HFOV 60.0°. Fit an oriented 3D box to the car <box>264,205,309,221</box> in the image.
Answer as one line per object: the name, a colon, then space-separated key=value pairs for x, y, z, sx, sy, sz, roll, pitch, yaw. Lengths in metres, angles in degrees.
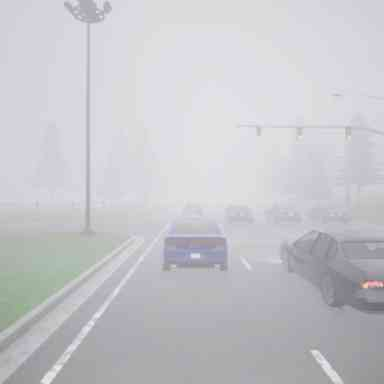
car: x=7.093 y=1.708 z=26.317 sx=2.033 sy=1.411 sz=5.357 roll=0 pitch=0 yaw=0

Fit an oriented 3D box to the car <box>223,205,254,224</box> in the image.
car: x=3.591 y=1.708 z=26.321 sx=2.033 sy=1.411 sz=5.357 roll=0 pitch=0 yaw=0

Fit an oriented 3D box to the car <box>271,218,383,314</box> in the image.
car: x=3.598 y=1.597 z=7.961 sx=2.033 sy=1.411 sz=5.357 roll=0 pitch=0 yaw=0

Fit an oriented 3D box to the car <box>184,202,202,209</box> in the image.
car: x=0.090 y=1.779 z=35.399 sx=1.994 sy=1.385 sz=4.181 roll=0 pitch=0 yaw=0

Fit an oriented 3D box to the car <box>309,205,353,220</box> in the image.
car: x=10.592 y=1.707 z=26.195 sx=2.033 sy=1.411 sz=5.357 roll=0 pitch=0 yaw=0

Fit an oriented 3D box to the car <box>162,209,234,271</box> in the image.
car: x=0.096 y=1.547 z=11.255 sx=1.882 sy=1.535 sz=5.008 roll=0 pitch=0 yaw=0
